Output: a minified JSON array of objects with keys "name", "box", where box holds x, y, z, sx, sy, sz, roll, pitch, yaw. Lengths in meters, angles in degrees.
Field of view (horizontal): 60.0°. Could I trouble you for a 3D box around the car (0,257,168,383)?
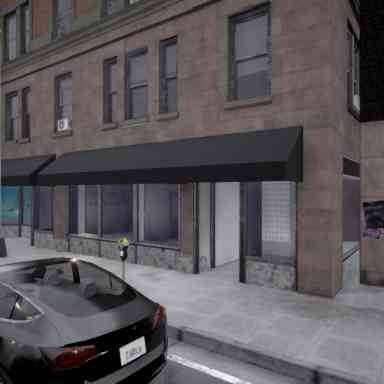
[{"name":"car","box":[-2.260,1.566,4.413,4.313,1.339,1.947,0,0,35]}]
